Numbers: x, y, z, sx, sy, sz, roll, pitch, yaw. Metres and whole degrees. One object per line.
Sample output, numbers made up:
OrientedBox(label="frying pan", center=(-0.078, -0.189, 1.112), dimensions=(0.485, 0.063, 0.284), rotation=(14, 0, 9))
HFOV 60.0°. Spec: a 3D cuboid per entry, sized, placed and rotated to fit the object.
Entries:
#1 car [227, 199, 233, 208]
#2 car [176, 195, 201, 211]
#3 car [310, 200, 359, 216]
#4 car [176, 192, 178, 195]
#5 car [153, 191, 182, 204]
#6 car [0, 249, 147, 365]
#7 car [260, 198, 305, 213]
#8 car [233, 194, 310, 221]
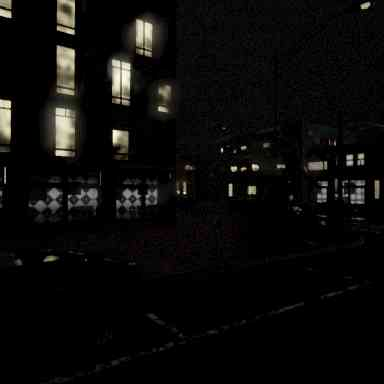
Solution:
OrientedBox(label="car", center=(5.937, 1.130, 38.683), dimensions=(1.967, 1.590, 4.097), rotation=(1, 0, -36))
OrientedBox(label="car", center=(-0.812, 1.231, 33.712), dimensions=(1.802, 1.307, 4.206), rotation=(1, 0, -36))
OrientedBox(label="car", center=(12.515, 1.371, 29.752), dimensions=(1.887, 1.381, 4.507), rotation=(1, 0, -36))
OrientedBox(label="car", center=(-0.643, 1.101, 47.613), dimensions=(2.008, 1.369, 4.403), rotation=(1, 0, -36))
OrientedBox(label="car", center=(-3.927, 0.793, 52.077), dimensions=(2.192, 1.841, 5.009), rotation=(1, 0, -36))
OrientedBox(label="car", center=(-2.722, 1.566, 4.613), dimensions=(4.313, 1.339, 1.947), rotation=(0, 0, -36))
OrientedBox(label="car", center=(9.225, 1.340, 34.216), dimensions=(1.802, 1.307, 4.206), rotation=(1, 0, -36))
OrientedBox(label="car", center=(5.774, 1.101, 24.781), dimensions=(2.192, 1.841, 5.009), rotation=(1, 0, -36))
